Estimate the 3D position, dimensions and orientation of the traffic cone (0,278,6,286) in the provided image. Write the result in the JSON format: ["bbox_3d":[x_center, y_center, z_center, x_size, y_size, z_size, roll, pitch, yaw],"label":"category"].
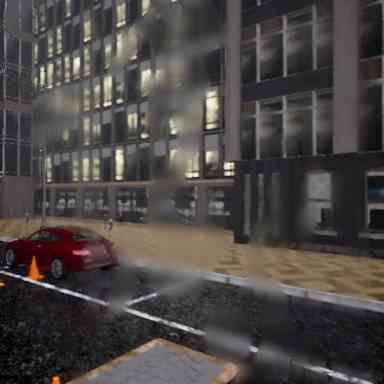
[{"bbox_3d":[-4.854,2.017,8.226,0.340,0.580,0.340,0,-1,37],"label":"traffic cone"}]

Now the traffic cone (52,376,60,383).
[{"bbox_3d":[-1.245,1.984,3.033,0.340,0.580,0.340,0,-1,37],"label":"traffic cone"}]

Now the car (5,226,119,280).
[{"bbox_3d":[-3.968,1.669,10.023,4.206,1.307,1.802,0,-1,37],"label":"car"}]

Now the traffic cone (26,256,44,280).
[{"bbox_3d":[-4.258,2.022,9.007,0.340,0.580,0.340,0,2,32],"label":"traffic cone"}]
